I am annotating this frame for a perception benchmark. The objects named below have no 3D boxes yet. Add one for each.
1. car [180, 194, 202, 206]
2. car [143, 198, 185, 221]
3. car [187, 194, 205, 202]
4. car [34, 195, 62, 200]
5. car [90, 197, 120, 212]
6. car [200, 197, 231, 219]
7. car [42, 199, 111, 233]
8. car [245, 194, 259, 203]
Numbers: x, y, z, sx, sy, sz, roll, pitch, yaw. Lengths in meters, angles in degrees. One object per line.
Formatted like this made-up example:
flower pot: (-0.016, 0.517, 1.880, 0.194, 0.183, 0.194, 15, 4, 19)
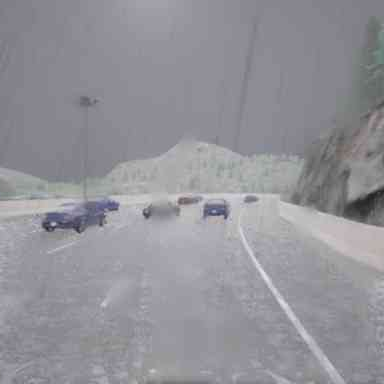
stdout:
car: (-0.477, 1.115, 47.822, 1.882, 1.535, 5.008, 0, 0, 17)
car: (-2.130, 1.384, 25.107, 1.895, 1.301, 4.718, 1, 0, 10)
car: (0.735, 1.109, 62.375, 1.994, 1.385, 4.181, 1, 0, 21)
car: (-16.828, 0.999, 39.933, 1.812, 1.442, 4.674, 1, 0, 12)
car: (-8.069, 1.145, 29.894, 1.882, 1.535, 5.008, 0, 0, 10)
car: (2.143, 1.300, 27.640, 1.882, 1.535, 5.008, 0, 0, 10)
car: (-6.184, 1.308, 17.823, 1.812, 1.442, 4.674, 0, 0, 7)
car: (10.696, 1.209, 59.290, 1.837, 1.490, 4.892, -1, 0, 22)
